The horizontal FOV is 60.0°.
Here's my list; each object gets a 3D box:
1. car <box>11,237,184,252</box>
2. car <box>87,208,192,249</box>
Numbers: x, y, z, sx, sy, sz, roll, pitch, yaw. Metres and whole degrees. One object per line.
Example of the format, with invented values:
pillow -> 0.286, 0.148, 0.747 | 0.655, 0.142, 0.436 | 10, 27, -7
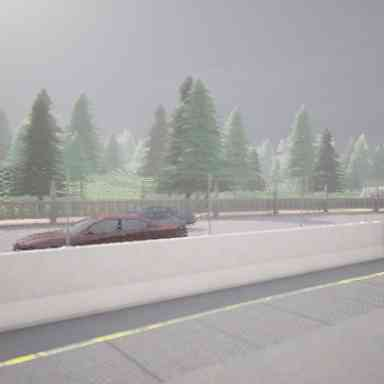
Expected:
car -> -2.774, 1.440, 10.322 | 5.008, 1.535, 1.882 | 0, 0, -33
car -> -2.287, 1.514, 14.740 | 4.181, 1.385, 1.994 | 0, 0, -31
